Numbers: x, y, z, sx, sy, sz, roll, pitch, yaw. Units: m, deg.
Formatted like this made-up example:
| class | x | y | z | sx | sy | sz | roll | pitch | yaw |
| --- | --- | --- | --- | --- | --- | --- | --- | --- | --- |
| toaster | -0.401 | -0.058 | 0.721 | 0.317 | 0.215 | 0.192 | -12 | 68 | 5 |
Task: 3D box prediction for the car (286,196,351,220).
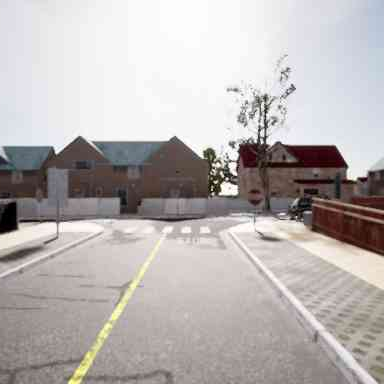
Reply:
| class | x | y | z | sx | sy | sz | roll | pitch | yaw |
| --- | --- | --- | --- | --- | --- | --- | --- | --- | --- |
| car | 9.071 | 1.084 | 23.297 | 4.553 | 1.767 | 2.097 | -1 | -1 | 0 |
